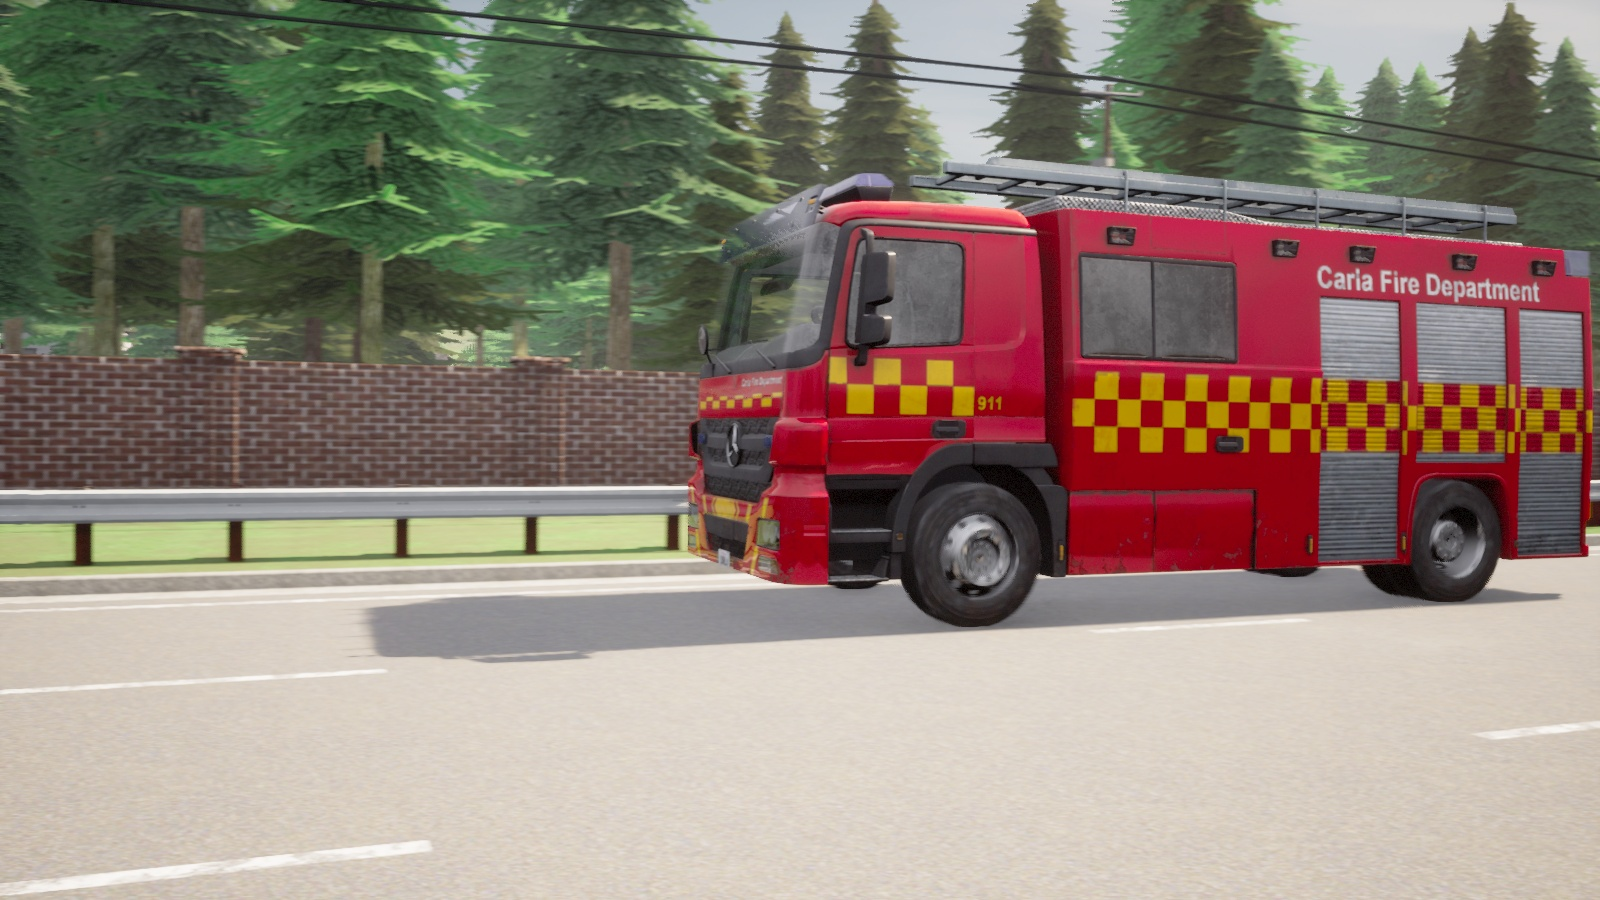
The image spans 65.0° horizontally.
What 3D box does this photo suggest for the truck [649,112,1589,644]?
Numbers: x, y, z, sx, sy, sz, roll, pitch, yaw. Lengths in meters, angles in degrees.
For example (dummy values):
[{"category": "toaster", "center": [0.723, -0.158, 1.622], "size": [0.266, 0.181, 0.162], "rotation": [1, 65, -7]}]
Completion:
[{"category": "truck", "center": [3.086, -0.594, 11.884], "size": [8.468, 3.827, 2.891], "rotation": [-1, 1, -21]}]
